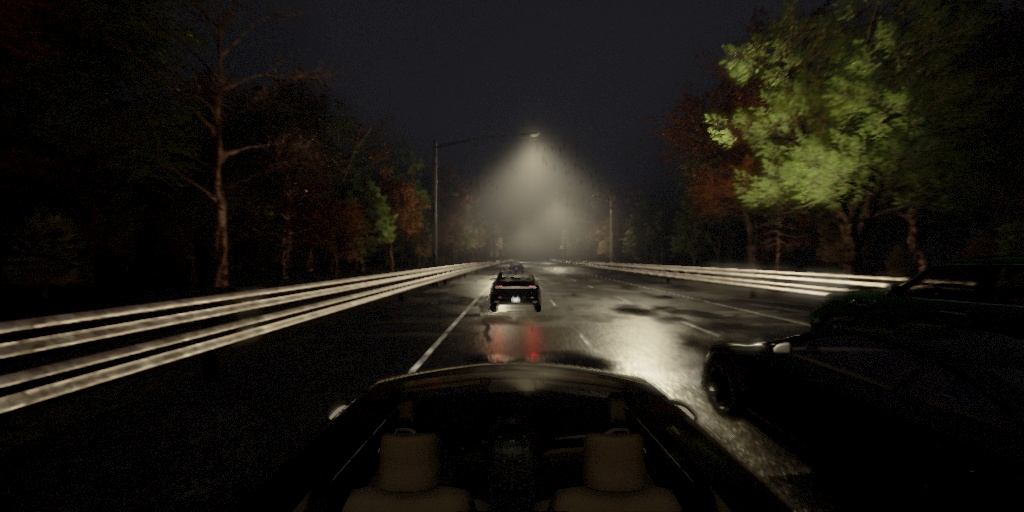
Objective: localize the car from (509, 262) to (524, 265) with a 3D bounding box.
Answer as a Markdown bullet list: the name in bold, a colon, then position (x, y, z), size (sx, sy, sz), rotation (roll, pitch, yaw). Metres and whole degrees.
- **car**: position (0.587, 1.508, 46.316), size (1.994, 1.385, 4.181), rotation (0, 0, 1)

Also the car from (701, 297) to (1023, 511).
- **car**: position (3.602, 1.323, 3.269), size (1.994, 1.385, 4.181), rotation (0, 0, 0)

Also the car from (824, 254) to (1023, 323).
- **car**: position (7.102, 0.990, 4.821), size (2.150, 2.045, 5.566), rotation (0, 0, 0)

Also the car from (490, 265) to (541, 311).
- **car**: position (0.148, 1.299, 14.759), size (2.128, 1.511, 4.902), rotation (0, 0, 0)
